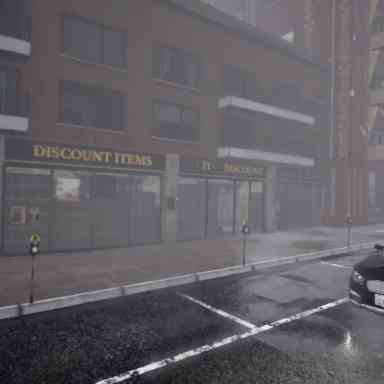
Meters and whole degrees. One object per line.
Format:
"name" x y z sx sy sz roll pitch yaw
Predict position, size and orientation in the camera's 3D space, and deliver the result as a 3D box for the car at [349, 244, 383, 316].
"car" 5.106 1.496 6.732 4.902 1.511 2.128 0 0 -36
